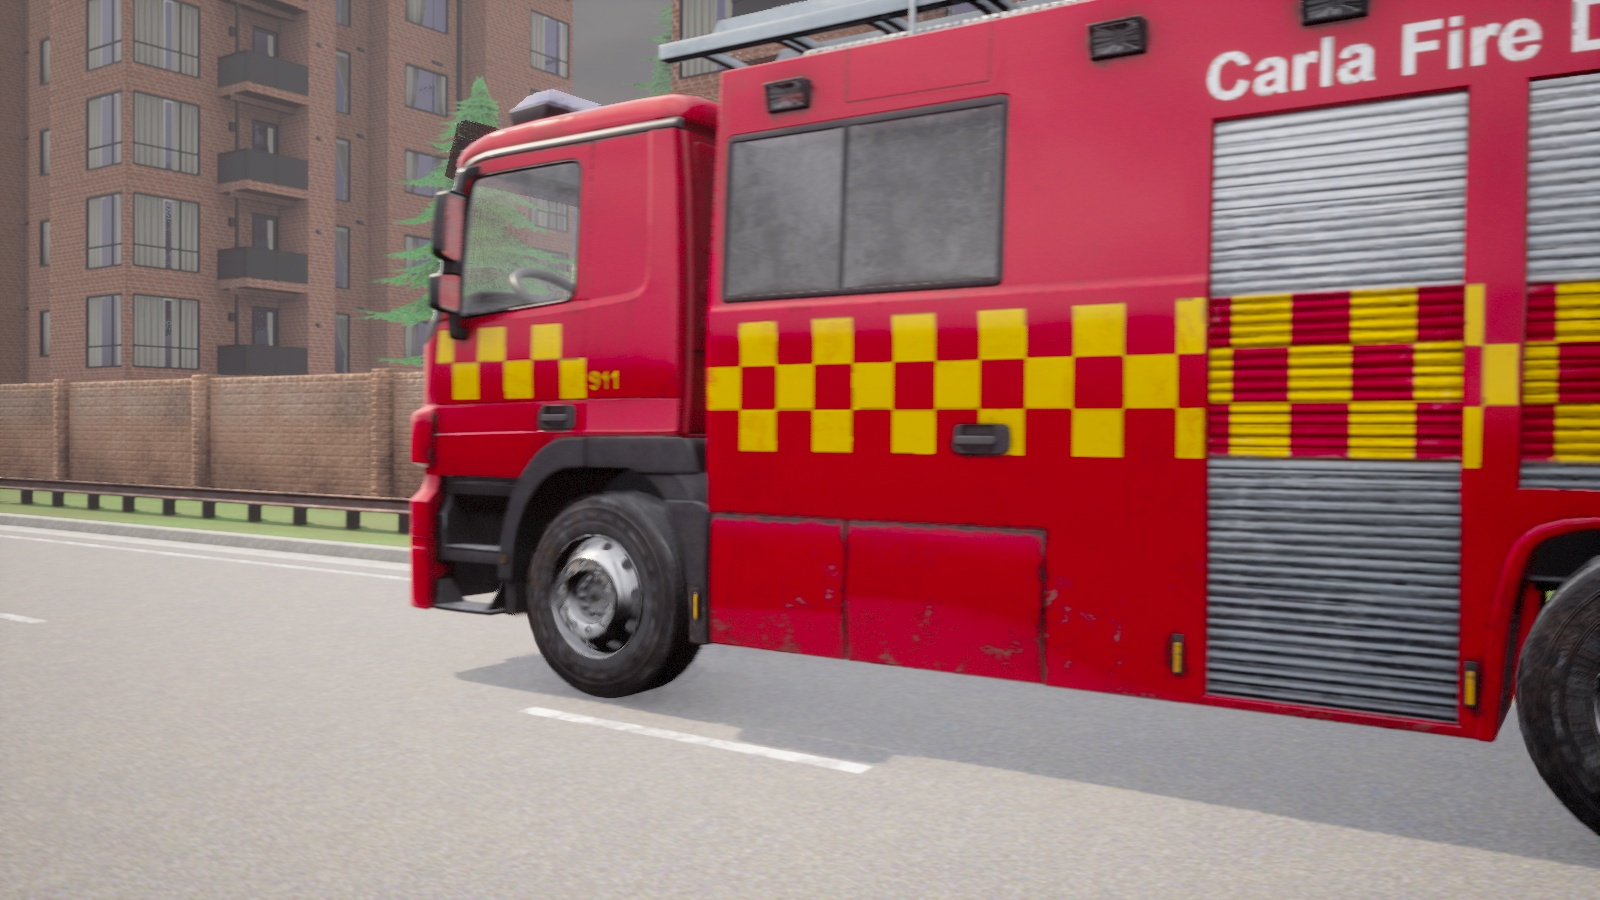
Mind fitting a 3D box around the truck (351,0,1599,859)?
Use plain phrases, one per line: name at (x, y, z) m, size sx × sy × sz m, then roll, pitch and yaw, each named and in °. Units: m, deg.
truck at (1.516, -0.536, 6.795) m, size 8.468 × 3.827 × 2.891 m, roll 0°, pitch 1°, yaw 34°
